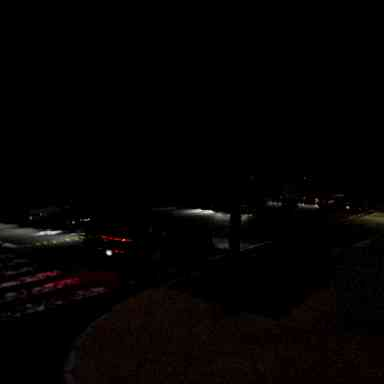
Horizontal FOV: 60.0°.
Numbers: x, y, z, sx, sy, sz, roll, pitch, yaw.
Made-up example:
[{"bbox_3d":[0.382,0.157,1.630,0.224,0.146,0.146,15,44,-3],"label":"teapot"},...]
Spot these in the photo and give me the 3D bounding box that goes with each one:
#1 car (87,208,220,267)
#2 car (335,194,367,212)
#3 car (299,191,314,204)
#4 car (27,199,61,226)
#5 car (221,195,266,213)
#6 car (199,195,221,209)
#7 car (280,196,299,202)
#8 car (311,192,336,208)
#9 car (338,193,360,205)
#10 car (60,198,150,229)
[{"bbox_3d":[-1.100,1.567,12.123,1.837,1.490,4.892,1,2,36],"label":"car"},{"bbox_3d":[17.067,1.266,35.114,1.837,1.490,4.892,3,3,38],"label":"car"},{"bbox_3d":[16.819,0.785,45.472,2.097,1.767,4.553,3,3,38],"label":"car"},{"bbox_3d":[-7.397,1.111,20.002,1.812,1.442,4.674,3,3,37],"label":"car"},{"bbox_3d":[5.123,1.043,30.720,1.882,1.535,5.008,3,3,38],"label":"car"},{"bbox_3d":[2.485,0.982,32.624,1.994,1.385,4.181,3,3,38],"label":"car"},{"bbox_3d":[14.263,0.637,47.475,2.097,1.767,4.553,3,3,38],"label":"car"},{"bbox_3d":[16.575,1.124,39.834,2.033,1.411,5.357,3,3,39],"label":"car"},{"bbox_3d":[22.437,1.004,47.386,1.812,1.442,4.674,3,3,38],"label":"car"},{"bbox_3d":[-4.438,1.229,18.536,1.837,1.490,4.892,3,3,38],"label":"car"}]
